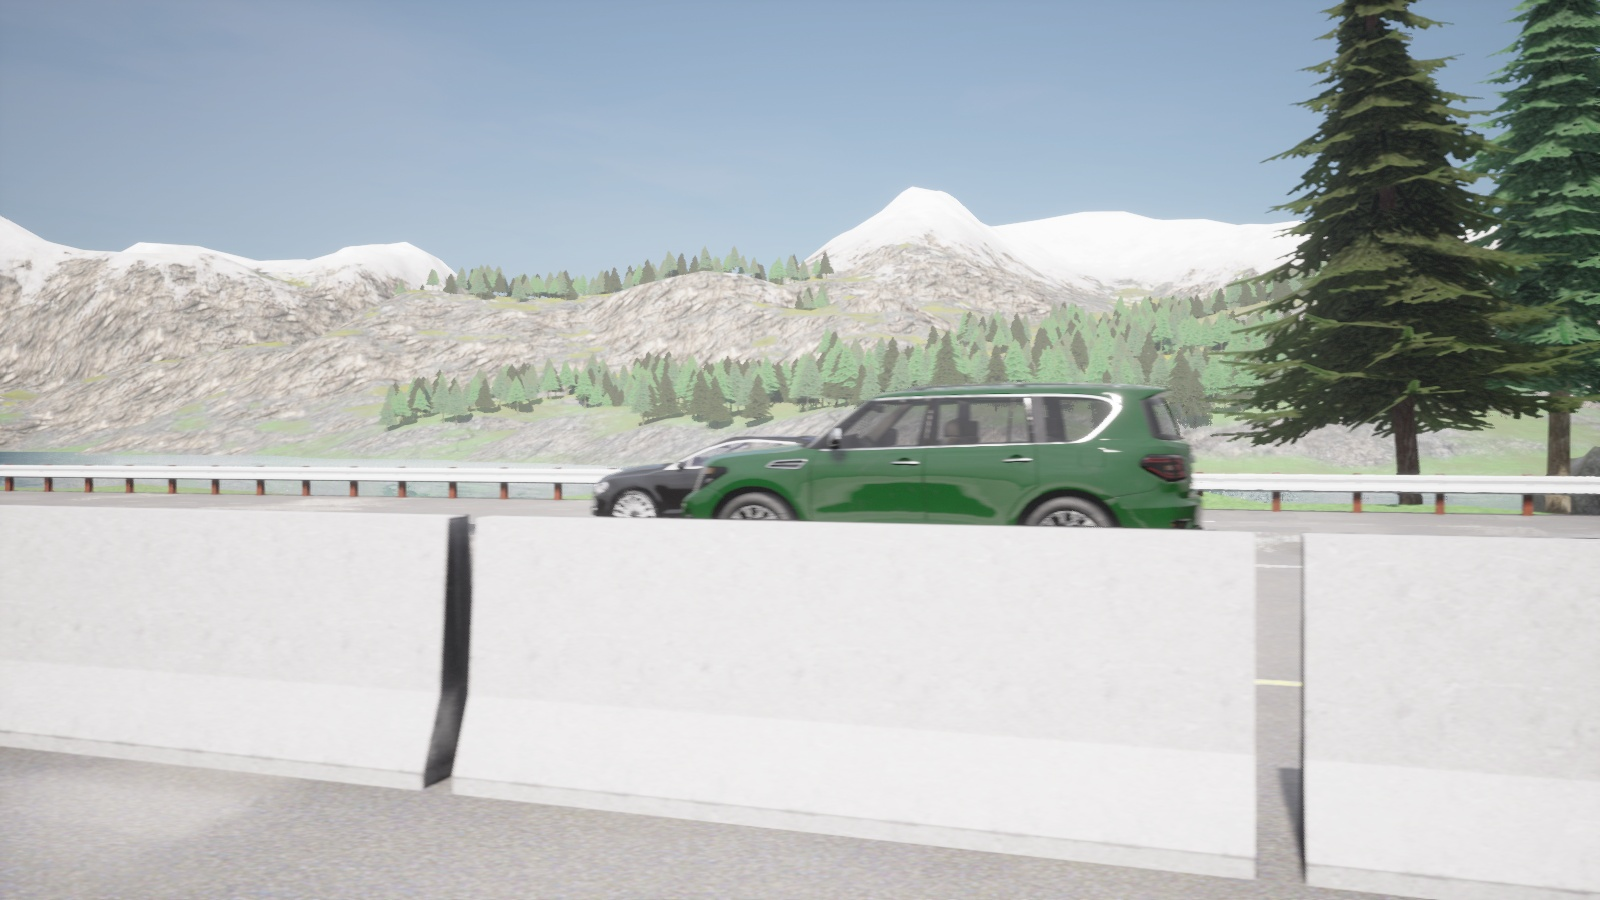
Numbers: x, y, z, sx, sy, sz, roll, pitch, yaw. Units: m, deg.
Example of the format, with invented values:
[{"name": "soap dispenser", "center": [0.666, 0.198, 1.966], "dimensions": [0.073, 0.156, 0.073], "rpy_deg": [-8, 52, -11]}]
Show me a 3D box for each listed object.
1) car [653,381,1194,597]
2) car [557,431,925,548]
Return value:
[{"name": "car", "center": [1.378, 0.329, 13.802], "dimensions": [5.566, 2.045, 2.150], "rpy_deg": [1, 1, 19]}, {"name": "car", "center": [-0.821, 0.487, 18.239], "dimensions": [4.902, 1.511, 2.128], "rpy_deg": [1, 1, 19]}]
